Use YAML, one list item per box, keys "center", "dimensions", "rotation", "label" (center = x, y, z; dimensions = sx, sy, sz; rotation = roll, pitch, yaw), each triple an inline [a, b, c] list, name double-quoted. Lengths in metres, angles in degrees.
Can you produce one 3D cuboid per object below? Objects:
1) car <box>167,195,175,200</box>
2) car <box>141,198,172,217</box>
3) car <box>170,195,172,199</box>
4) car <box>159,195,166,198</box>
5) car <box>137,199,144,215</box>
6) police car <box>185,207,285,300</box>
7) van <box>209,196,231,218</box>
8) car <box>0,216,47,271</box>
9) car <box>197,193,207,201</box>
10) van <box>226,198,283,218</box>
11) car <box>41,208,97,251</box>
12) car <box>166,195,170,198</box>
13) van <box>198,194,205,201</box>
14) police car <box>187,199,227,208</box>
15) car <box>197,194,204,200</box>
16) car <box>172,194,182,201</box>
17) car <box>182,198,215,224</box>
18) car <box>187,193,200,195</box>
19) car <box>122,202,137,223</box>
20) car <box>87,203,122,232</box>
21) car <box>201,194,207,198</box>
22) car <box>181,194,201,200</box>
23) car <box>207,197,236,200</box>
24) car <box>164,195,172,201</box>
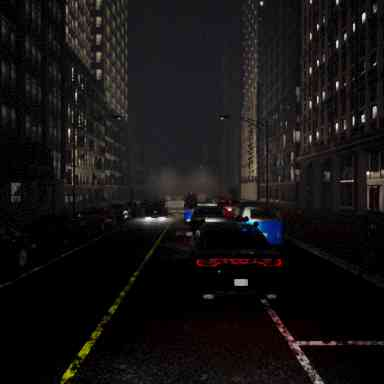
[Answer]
- center: [-5.976, 1.540, 93.665]
  dimensions: [1.947, 1.339, 4.313]
  rotation: [-1, 0, 0]
  label: "car"
- center: [-3.188, 1.557, 30.764]
  dimensions: [1.994, 1.385, 4.181]
  rotation: [0, 0, 0]
  label: "car"
- center: [-5.909, 1.422, 70.929]
  dimensions: [1.967, 1.590, 4.097]
  rotation: [-1, 0, 0]
  label: "car"
- center: [-5.856, 1.538, 53.879]
  dimensions: [2.008, 1.369, 4.403]
  rotation: [-1, 0, 0]
  label: "car"
- center: [-5.788, 1.575, 31.145]
  dimensions: [1.802, 1.307, 4.206]
  rotation: [-1, 0, 0]
  label: "car"
- center: [0.877, 1.423, 8.569]
  dimensions: [1.930, 1.638, 5.238]
  rotation: [0, 0, 0]
  label: "police car"
- center: [2.590, 1.334, 31.170]
  dimensions: [1.690, 1.788, 3.998]
  rotation: [-1, 0, 0]
  label: "van"
- center: [-5.720, 1.549, 8.410]
  dimensions: [2.008, 1.369, 4.403]
  rotation: [-1, 0, 0]
  label: "car"
- center: [2.436, 1.293, 82.323]
  dimensions: [2.192, 1.841, 5.009]
  rotation: [-1, 0, 0]
  label: "car"
- center: [2.641, 1.338, 14.119]
  dimensions: [1.690, 1.788, 3.998]
  rotation: [-1, 0, 0]
  label: "van"
- center: [-5.737, 1.563, 14.094]
  dimensions: [1.947, 1.339, 4.313]
  rotation: [-1, 0, 0]
  label: "car"
- center: [-5.890, 1.566, 65.246]
  dimensions: [1.802, 1.307, 4.206]
  rotation: [-1, 0, 0]
  label: "car"
- center: [2.420, 1.317, 88.006]
  dimensions: [1.690, 1.788, 3.998]
  rotation: [-1, 0, 0]
  label: "van"
- center: [0.847, 1.421, 18.570]
  dimensions: [1.930, 1.638, 5.238]
  rotation: [0, 0, 0]
  label: "police car"
- center: [2.404, 1.414, 93.690]
  dimensions: [1.967, 1.590, 4.097]
  rotation: [-1, 0, 0]
  label: "car"
- center: [-3.243, 1.330, 82.012]
  dimensions: [2.097, 1.767, 4.553]
  rotation: [0, 0, 0]
  label: "car"
- center: [0.572, 1.472, 24.558]
  dimensions: [1.882, 1.535, 5.008]
  rotation: [0, 0, 6]
  label: "car"
- center: [-0.175, 1.207, 59.499]
  dimensions: [2.150, 2.045, 5.566]
  rotation: [0, 0, 0]
  label: "car"
- center: [-5.772, 1.545, 25.461]
  dimensions: [2.008, 1.369, 4.403]
  rotation: [-1, 0, 0]
  label: "car"
- center: [-5.754, 1.540, 19.777]
  dimensions: [1.887, 1.381, 4.507]
  rotation: [-1, 0, 0]
  label: "car"
- center: [2.524, 1.538, 53.904]
  dimensions: [2.008, 1.369, 4.403]
  rotation: [-1, 0, 0]
  label: "car"
- center: [-0.121, 1.467, 45.610]
  dimensions: [1.882, 1.535, 5.008]
  rotation: [0, 0, 0]
  label: "car"
- center: [2.607, 1.309, 25.486]
  dimensions: [2.192, 1.841, 5.009]
  rotation: [-1, 0, 0]
  label: "car"
- center: [-5.941, 1.504, 82.127]
  dimensions: [1.752, 1.417, 4.829]
  rotation: [-1, 0, 0]
  label: "car"
